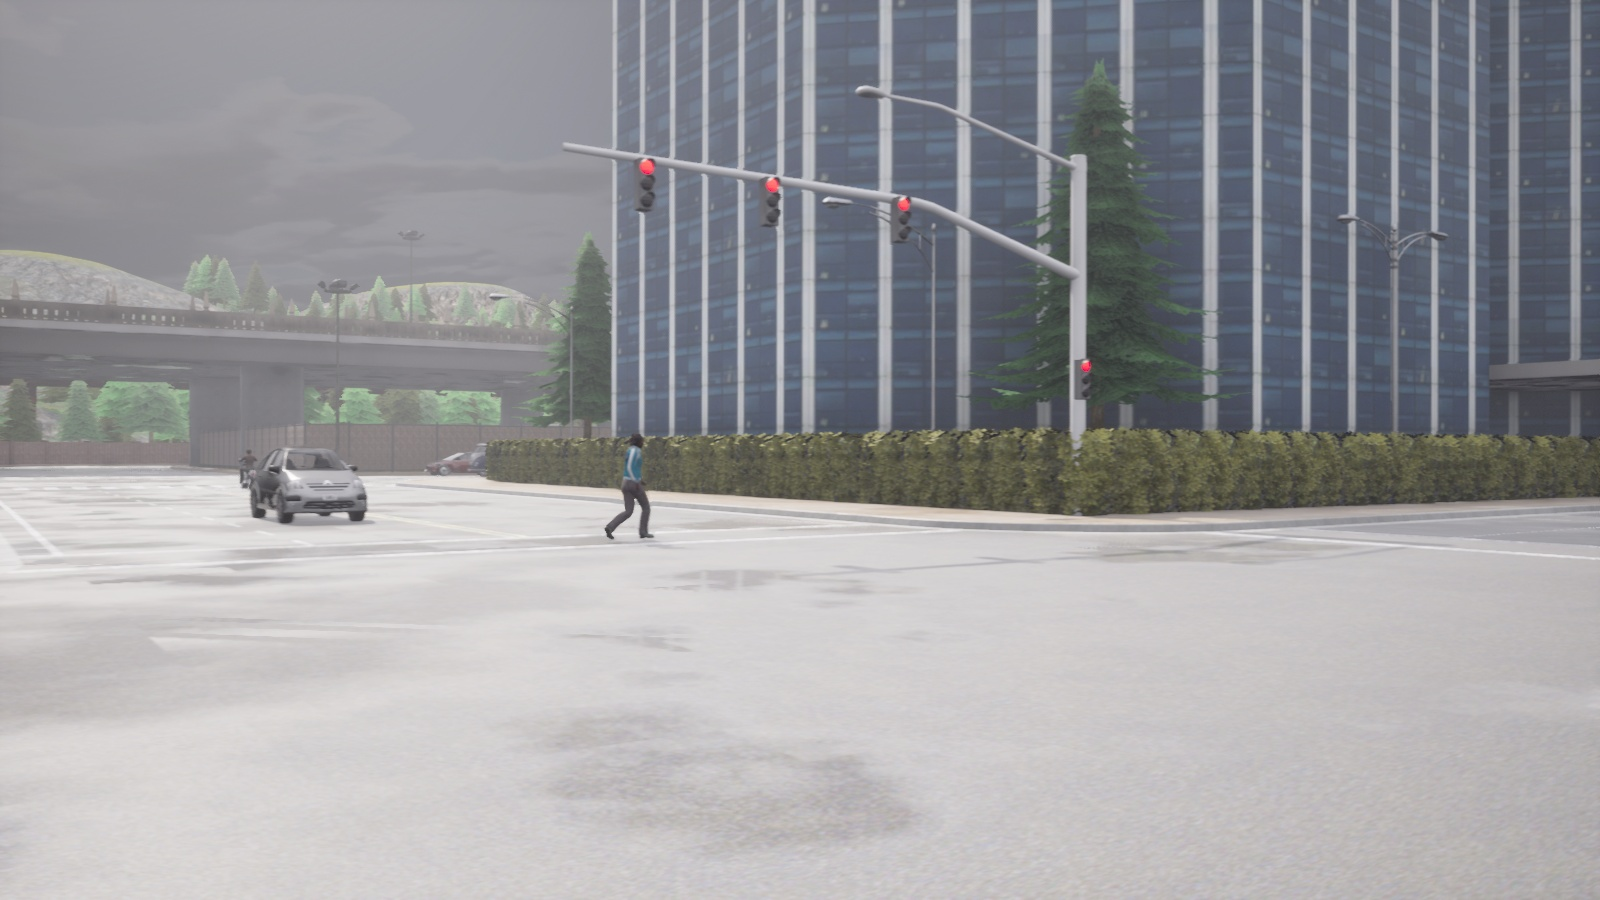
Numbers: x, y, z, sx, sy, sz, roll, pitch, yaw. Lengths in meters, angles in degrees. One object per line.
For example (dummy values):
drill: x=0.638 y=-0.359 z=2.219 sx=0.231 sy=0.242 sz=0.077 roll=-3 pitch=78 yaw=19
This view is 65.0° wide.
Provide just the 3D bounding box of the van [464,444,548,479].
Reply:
van: x=-17.252 y=0.658 z=73.838 sx=4.442 sy=1.987 sz=1.775 roll=0 pitch=0 yaw=-34

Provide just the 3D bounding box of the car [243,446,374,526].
car: x=-10.881 y=0.733 z=27.653 sx=1.851 sy=1.617 sz=3.988 roll=0 pitch=0 yaw=-34

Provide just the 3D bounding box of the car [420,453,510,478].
car: x=-20.269 y=0.916 z=76.015 sx=4.792 sy=1.488 sz=2.163 roll=0 pitch=0 yaw=-34

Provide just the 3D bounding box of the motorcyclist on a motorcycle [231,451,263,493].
motorcyclist on a motorcycle: x=-22.326 y=0.866 z=50.672 sx=0.766 sy=1.649 sz=2.350 roll=0 pitch=0 yaw=-34

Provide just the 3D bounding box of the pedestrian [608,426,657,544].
pedestrian: x=-2.786 y=0.570 z=20.899 sx=0.692 sy=1.930 sz=0.396 roll=0 pitch=0 yaw=-32
